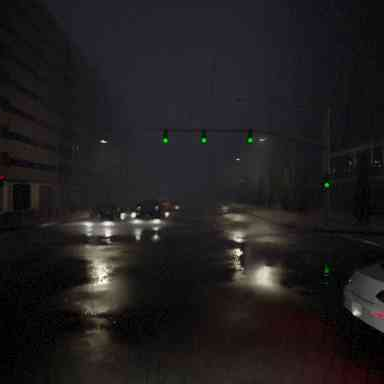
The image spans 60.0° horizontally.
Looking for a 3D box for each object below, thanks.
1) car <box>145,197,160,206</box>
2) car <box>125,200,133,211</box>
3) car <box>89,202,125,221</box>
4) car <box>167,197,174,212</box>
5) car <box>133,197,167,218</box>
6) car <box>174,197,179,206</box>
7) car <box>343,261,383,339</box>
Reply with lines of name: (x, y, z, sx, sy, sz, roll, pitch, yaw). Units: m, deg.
car: (-6.878, 1.693, 58.341, 1.812, 1.442, 4.674, 0, 0, 1)
car: (-7.216, 1.678, 39.741, 1.994, 1.385, 4.181, 0, 0, 1)
car: (-7.306, 1.607, 28.436, 1.812, 1.442, 4.674, 0, 0, 0)
car: (-3.690, 1.594, 41.380, 1.882, 1.535, 5.008, 0, 0, 1)
car: (-3.801, 1.437, 30.656, 2.097, 1.767, 4.553, 0, 0, 0)
car: (-3.373, 1.643, 58.512, 1.882, 1.535, 5.008, 0, 0, 1)
car: (4.767, 1.557, 4.985, 4.674, 1.442, 1.812, 0, 0, 0)
